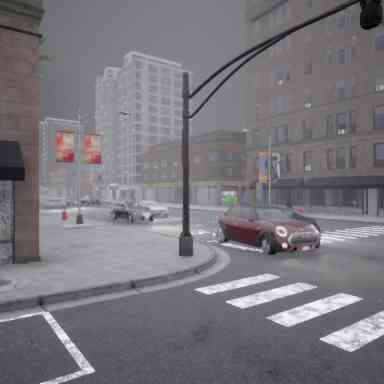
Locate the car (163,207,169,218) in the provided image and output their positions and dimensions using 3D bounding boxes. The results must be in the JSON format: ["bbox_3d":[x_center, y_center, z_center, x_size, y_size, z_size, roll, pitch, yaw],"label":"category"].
[{"bbox_3d":[-3.803,1.486,29.429,1.812,1.442,4.674,0,0,-36],"label":"car"}]

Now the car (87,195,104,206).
[{"bbox_3d":[-16.077,1.270,52.297,2.097,1.767,4.553,0,0,-36],"label":"car"}]

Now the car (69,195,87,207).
[{"bbox_3d":[-17.530,1.418,48.550,2.128,1.511,4.902,0,0,-35],"label":"car"}]

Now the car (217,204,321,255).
[{"bbox_3d":[2.904,1.343,13.420,2.097,1.767,4.553,0,0,-27],"label":"car"}]

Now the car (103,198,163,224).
[{"bbox_3d":[-4.520,1.460,24.835,2.128,1.511,4.902,0,0,-36],"label":"car"}]

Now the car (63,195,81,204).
[{"bbox_3d":[-21.750,1.407,60.159,1.837,1.490,4.892,0,0,-36],"label":"car"}]

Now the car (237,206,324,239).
[{"bbox_3d":[4.694,1.545,18.051,1.994,1.385,4.181,0,0,-40],"label":"car"}]

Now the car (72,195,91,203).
[{"bbox_3d":[-22.086,1.436,66.170,2.033,1.411,5.357,0,0,-36],"label":"car"}]

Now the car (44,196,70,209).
[{"bbox_3d":[-17.810,1.536,43.323,1.895,1.301,4.718,0,0,-35],"label":"car"}]
